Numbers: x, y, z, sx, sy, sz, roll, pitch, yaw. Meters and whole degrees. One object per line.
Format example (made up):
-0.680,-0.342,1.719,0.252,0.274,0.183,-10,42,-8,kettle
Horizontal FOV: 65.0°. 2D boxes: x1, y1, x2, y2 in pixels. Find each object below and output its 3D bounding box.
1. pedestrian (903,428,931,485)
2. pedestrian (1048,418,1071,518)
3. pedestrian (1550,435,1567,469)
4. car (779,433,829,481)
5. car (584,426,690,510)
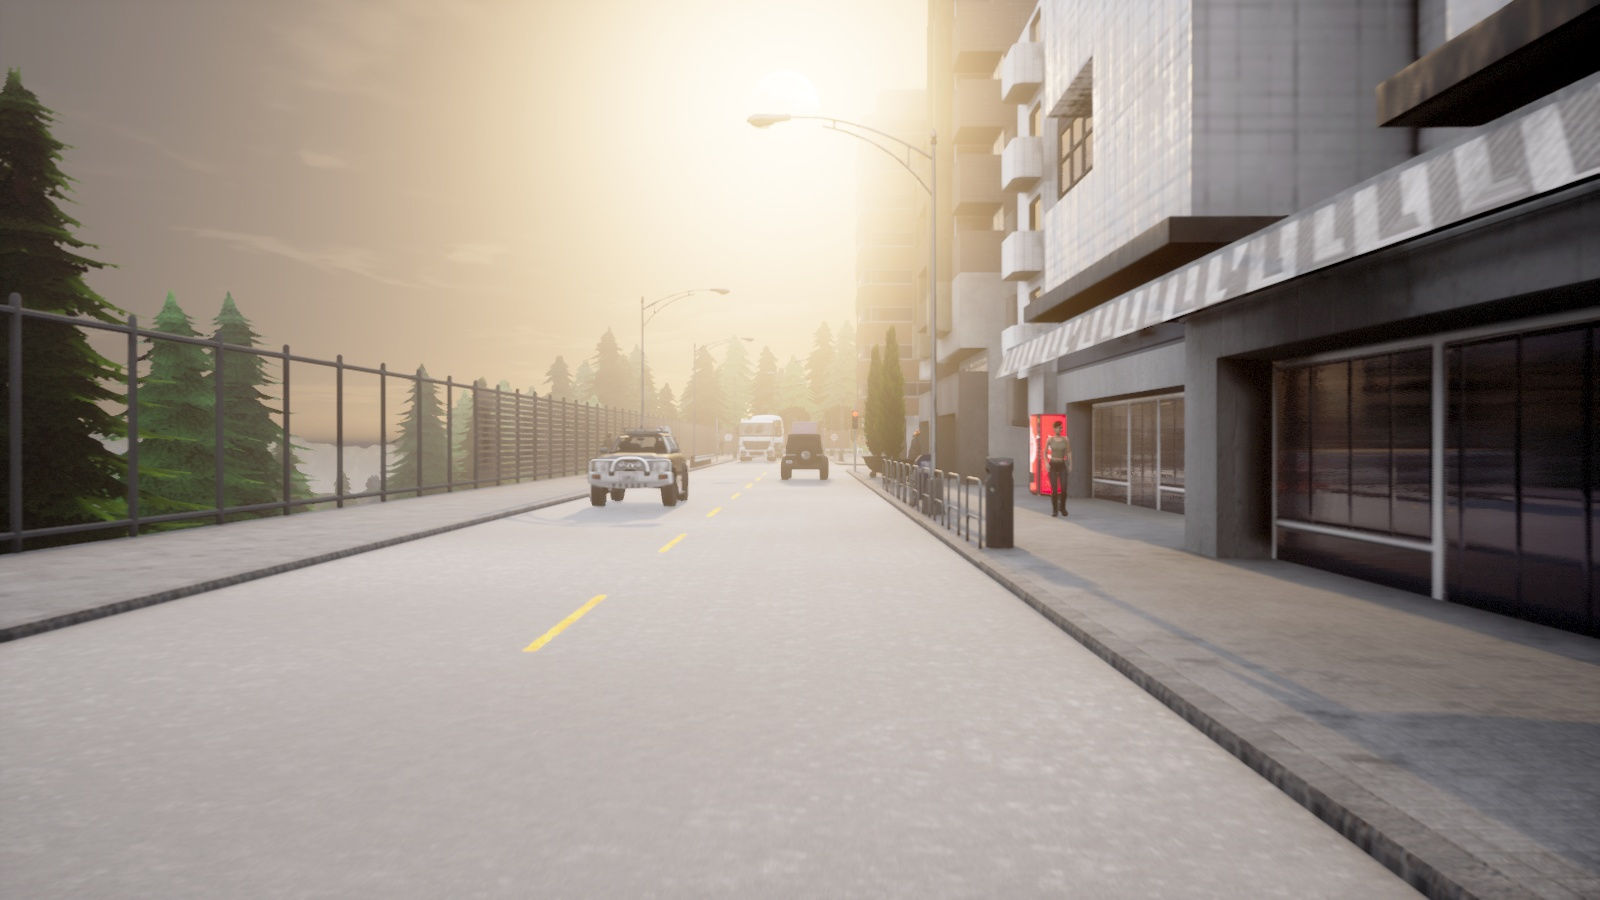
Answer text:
4.055,0.209,43.517,0.873,1.952,0.659,0,0,13,pedestrian
4.816,0.329,23.327,0.345,1.836,0.594,0,0,3,pedestrian
41.560,0.101,68.826,0.720,1.854,0.376,0,0,0,pedestrian
0.217,0.253,51.460,1.905,1.878,3.866,0,0,2,car
-3.817,0.390,30.231,1.932,1.855,4.605,0,0,0,car
